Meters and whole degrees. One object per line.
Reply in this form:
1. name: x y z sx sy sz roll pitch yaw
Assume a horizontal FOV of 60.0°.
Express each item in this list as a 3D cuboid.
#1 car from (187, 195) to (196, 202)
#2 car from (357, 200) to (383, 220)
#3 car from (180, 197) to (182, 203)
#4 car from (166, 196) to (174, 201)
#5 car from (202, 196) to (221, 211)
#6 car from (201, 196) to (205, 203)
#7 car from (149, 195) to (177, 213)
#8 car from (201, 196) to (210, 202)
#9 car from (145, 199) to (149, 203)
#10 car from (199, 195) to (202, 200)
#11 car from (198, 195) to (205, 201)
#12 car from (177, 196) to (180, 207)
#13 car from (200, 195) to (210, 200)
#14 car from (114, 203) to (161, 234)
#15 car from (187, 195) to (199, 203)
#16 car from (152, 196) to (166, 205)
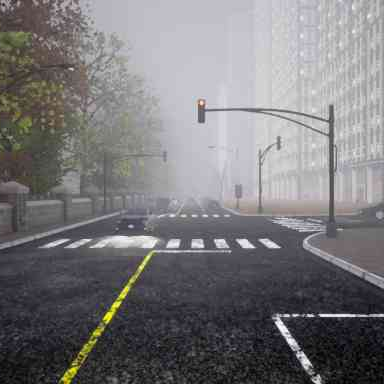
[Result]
1. car: -0.069 1.482 78.830 2.033 1.411 5.357 0 0 0
2. car: 14.932 1.239 24.769 4.892 1.490 1.837 -1 0 0
3. car: -3.069 1.543 68.384 2.128 1.511 4.902 0 0 0
4. car: -5.765 1.626 86.597 1.887 1.381 4.507 0 0 0
5. car: 2.654 1.587 41.546 1.947 1.339 4.313 0 0 0
6. car: 2.649 1.592 47.178 1.947 1.339 4.313 0 0 0
7. car: -3.126 1.369 36.874 2.097 1.767 4.553 0 0 0
8. car: 3.082 1.590 76.858 1.812 1.442 4.674 0 0 0
9. car: -5.731 1.608 47.171 1.802 1.307 4.206 0 0 0
10. car: 3.052 1.406 69.828 2.097 1.767 4.553 0 0 0
11. car: 2.610 1.642 92.237 2.008 1.369 4.403 0 0 0
12. car: -3.138 1.555 50.100 1.812 1.442 4.674 0 0 0
13. car: 2.645 1.597 52.811 1.947 1.339 4.313 0 0 0
14. car: -3.118 1.569 19.041 1.994 1.385 4.181 0 0 0
15. car: -0.062 1.578 69.246 1.812 1.442 4.674 0 0 0
16. car: -5.740 1.478 58.436 1.967 1.590 4.097 0 0 0
